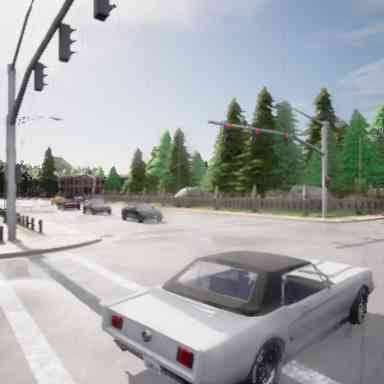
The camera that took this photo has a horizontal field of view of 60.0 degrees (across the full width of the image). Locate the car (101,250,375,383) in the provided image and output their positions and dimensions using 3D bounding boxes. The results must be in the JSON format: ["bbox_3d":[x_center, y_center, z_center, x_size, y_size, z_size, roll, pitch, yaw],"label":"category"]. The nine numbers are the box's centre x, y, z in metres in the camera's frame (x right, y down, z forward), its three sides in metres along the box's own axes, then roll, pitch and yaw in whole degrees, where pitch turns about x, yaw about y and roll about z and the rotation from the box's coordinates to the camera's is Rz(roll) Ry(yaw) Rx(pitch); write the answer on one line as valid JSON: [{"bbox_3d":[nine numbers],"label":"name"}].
[{"bbox_3d":[1.155,1.596,5.176,4.718,1.301,1.895,0,0,-44],"label":"car"}]

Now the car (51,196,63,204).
[{"bbox_3d":[-24.023,1.509,60.236,1.882,1.535,5.008,0,0,-36],"label":"car"}]

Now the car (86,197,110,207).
[{"bbox_3d":[-15.365,1.575,54.244,2.033,1.411,5.357,0,0,-36],"label":"car"}]

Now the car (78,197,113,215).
[{"bbox_3d":[-9.814,1.564,34.247,1.812,1.442,4.674,0,0,-36],"label":"car"}]

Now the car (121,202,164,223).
[{"bbox_3d":[-4.017,1.564,26.216,1.812,1.442,4.674,0,0,-36],"label":"car"}]

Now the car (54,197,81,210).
[{"bbox_3d":[-15.679,1.638,42.391,1.895,1.301,4.718,0,0,-36],"label":"car"}]
